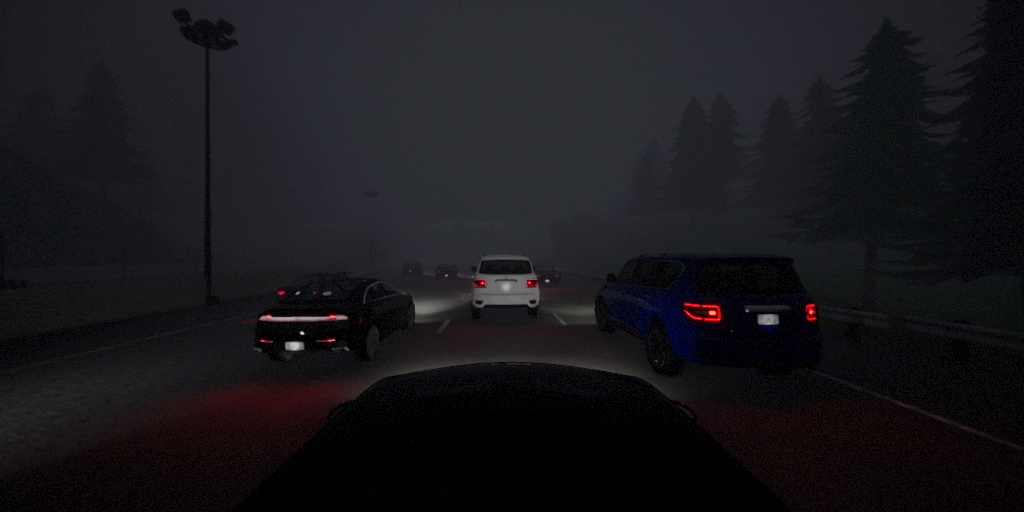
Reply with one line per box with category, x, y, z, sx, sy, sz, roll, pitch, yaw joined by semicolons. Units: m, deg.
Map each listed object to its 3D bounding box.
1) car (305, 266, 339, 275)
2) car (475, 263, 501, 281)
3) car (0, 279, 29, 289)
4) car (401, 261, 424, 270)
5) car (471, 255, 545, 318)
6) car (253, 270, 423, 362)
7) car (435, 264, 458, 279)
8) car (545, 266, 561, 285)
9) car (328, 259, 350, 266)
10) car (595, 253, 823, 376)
car;-7.408;1.312;14.711;2.033;1.411;5.357;0;0;-4
car;-2.185;1.318;31.274;1.994;1.385;4.181;0;0;-8
car;-25.243;1.399;15.811;1.895;1.301;4.718;0;0;-5
car;-10.144;1.261;36.671;2.128;1.511;4.902;0;0;-10
car;-0.326;0.972;13.258;2.150;2.045;5.566;0;0;-3
car;-3.613;1.248;8.257;2.128;1.511;4.902;0;0;-2
car;-5.936;1.362;32.822;1.895;1.301;4.718;0;0;-9
car;2.083;1.347;25.803;1.895;1.301;4.718;0;0;-6
car;-23.510;1.005;48.748;1.895;1.301;4.718;0;0;-14
car;3.432;0.965;7.604;2.150;2.045;5.566;0;0;-2
